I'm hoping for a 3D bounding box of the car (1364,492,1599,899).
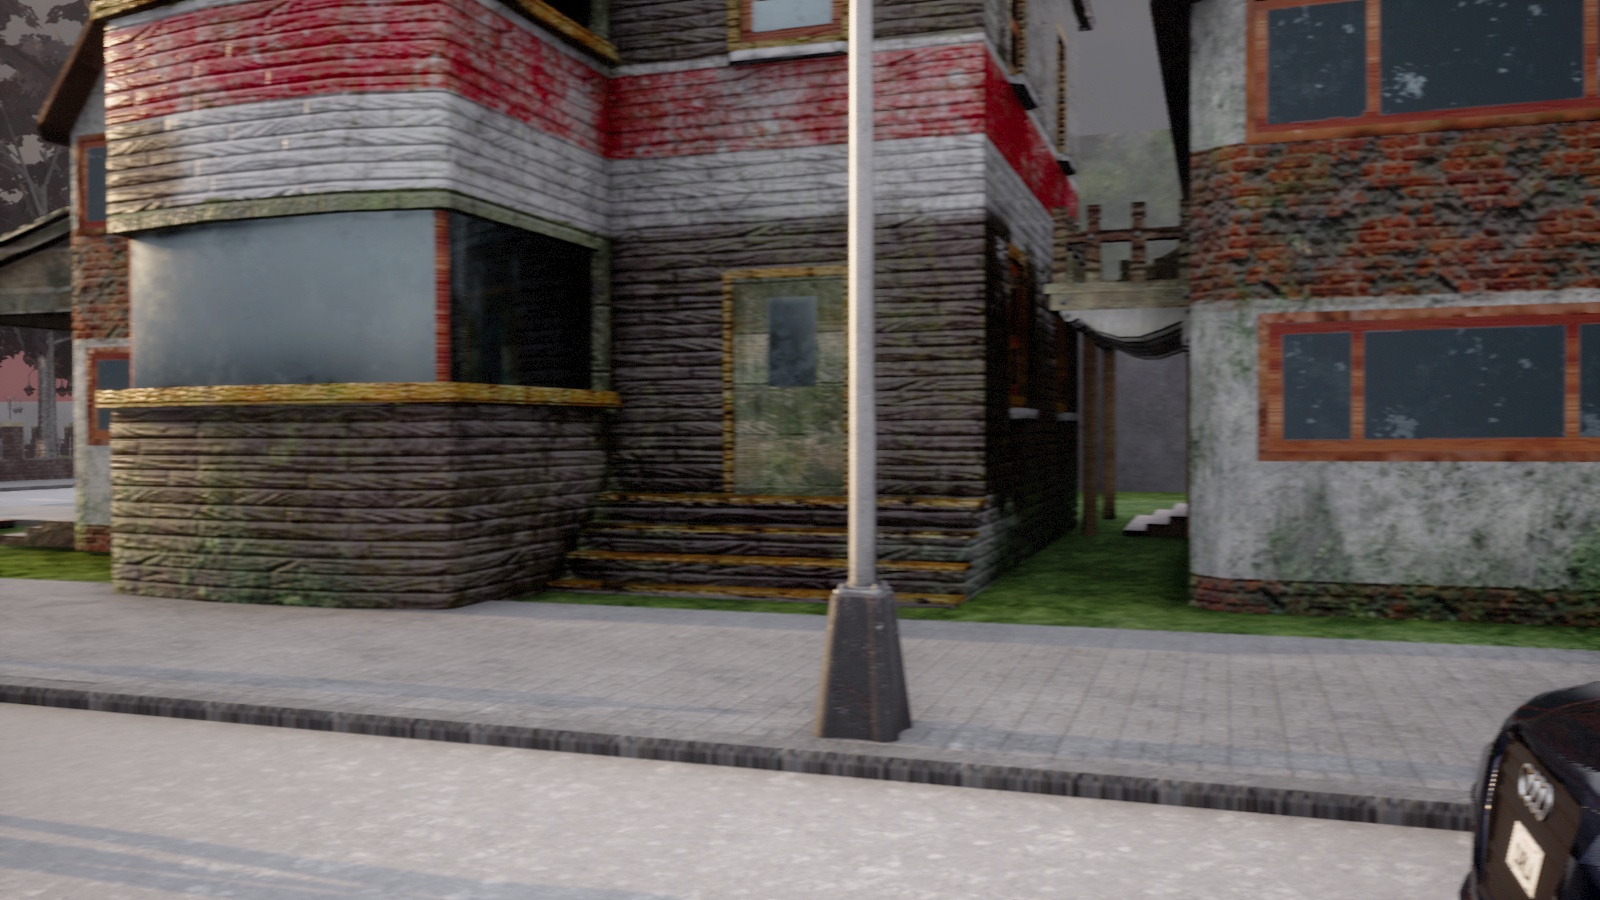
[{"bbox_3d":[3.531,0.863,2.534,4.181,1.385,1.994,1,1,19],"label":"car"}]
